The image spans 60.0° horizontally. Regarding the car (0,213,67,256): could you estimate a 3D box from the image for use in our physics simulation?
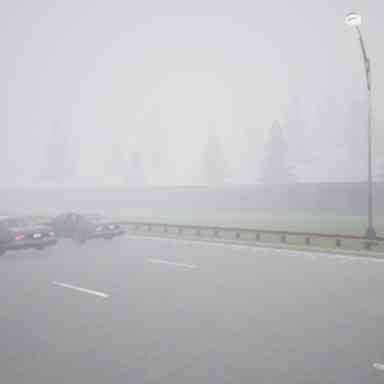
[{"bbox_3d":[-7.731,1.678,13.680,5.357,1.411,2.033,-1,0,36],"label":"car"}]

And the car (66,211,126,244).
[{"bbox_3d":[-5.699,1.678,16.530,5.357,1.411,2.033,-1,0,36],"label":"car"}]
